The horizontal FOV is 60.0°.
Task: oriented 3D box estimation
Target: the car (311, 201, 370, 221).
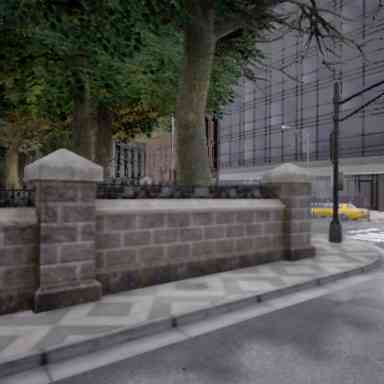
[{"bbox_3d":[10.975,1.411,25.510,1.752,1.417,4.829,1,0,-35],"label":"car"}]
